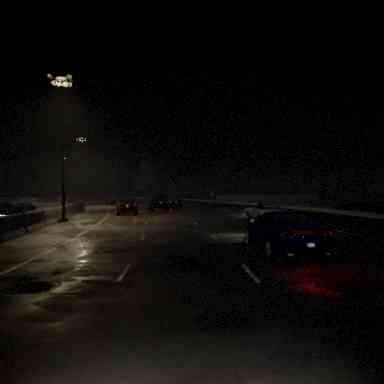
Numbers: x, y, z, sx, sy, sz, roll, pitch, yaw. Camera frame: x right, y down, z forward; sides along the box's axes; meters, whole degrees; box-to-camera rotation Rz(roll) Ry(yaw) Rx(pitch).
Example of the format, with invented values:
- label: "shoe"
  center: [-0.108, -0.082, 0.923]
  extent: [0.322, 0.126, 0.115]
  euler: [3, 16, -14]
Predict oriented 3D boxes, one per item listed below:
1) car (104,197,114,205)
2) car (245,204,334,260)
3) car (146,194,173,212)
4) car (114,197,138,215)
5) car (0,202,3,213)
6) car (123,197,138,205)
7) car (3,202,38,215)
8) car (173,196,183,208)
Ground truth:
- label: "car"
  center: [-15.623, 1.747, 63.831]
  extent: [2.128, 1.511, 4.902]
  euler: [-1, 0, -23]
- label: "car"
  center: [3.335, 1.429, 12.331]
  extent: [1.882, 1.535, 5.008]
  euler: [0, 0, -5]
- label: "car"
  center: [-4.219, 1.296, 40.254]
  extent: [2.150, 2.045, 5.566]
  euler: [0, 0, -15]
- label: "car"
  center: [-7.017, 1.469, 35.770]
  extent: [2.097, 1.767, 4.553]
  euler: [-1, 0, -13]
- label: "car"
  center: [-22.654, 1.908, 39.994]
  extent: [2.033, 1.411, 5.357]
  euler: [-1, 0, -14]
- label: "car"
  center: [-11.876, 1.724, 63.884]
  extent: [1.812, 1.442, 4.674]
  euler: [0, 0, -23]
- label: "car"
  center: [-17.994, 1.834, 35.691]
  extent: [2.033, 1.411, 5.357]
  euler: [-1, 0, -12]
- label: "car"
  center: [-2.827, 1.406, 47.969]
  extent: [2.097, 1.767, 4.553]
  euler: [-1, 0, -16]
